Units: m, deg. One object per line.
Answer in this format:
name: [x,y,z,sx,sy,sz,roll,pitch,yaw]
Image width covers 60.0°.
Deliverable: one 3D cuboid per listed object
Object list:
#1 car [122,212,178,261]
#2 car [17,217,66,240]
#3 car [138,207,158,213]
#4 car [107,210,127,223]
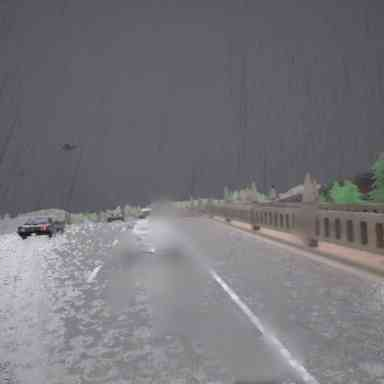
car: [-1.639,1.760,13.498,1.812,1.442,4.674,-3,-1,-8]
car: [-9.937,2.341,22.411,1.895,1.301,4.718,-3,-1,-8]
car: [-4.211,2.169,31.986,1.812,1.442,4.674,-3,-2,-8]
car: [-8.572,2.728,38.050,2.033,1.411,5.357,-3,-4,-8]
